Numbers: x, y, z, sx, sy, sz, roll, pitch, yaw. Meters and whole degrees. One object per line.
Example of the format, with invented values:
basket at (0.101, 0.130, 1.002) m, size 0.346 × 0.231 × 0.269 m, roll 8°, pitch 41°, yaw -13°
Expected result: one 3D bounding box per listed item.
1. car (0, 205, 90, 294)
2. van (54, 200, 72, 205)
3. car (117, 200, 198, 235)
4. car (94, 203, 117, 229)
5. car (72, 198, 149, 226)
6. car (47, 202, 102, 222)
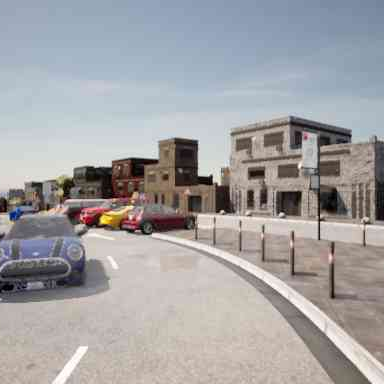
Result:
car at (-4.044, 1.401, 9.123) m, size 2.097 × 1.767 × 4.553 m, roll 0°, pitch 0°, yaw -19°
van at (-9.469, 1.676, 29.684) m, size 4.442 × 1.987 × 1.878 m, roll 0°, pitch -2°, yaw -38°
car at (-1.820, 1.506, 20.249) m, size 4.553 × 1.767 × 2.185 m, roll 0°, pitch -1°, yaw -39°
car at (-3.697, 1.690, 22.632) m, size 5.008 × 1.535 × 2.097 m, roll 0°, pitch -1°, yaw -39°
car at (-5.544, 1.496, 24.897) m, size 5.566 × 2.045 × 2.435 m, roll 0°, pitch -1°, yaw -39°
car at (-11.289, 1.861, 32.112) m, size 4.553 × 1.767 × 2.185 m, roll 0°, pitch -2°, yaw -38°
